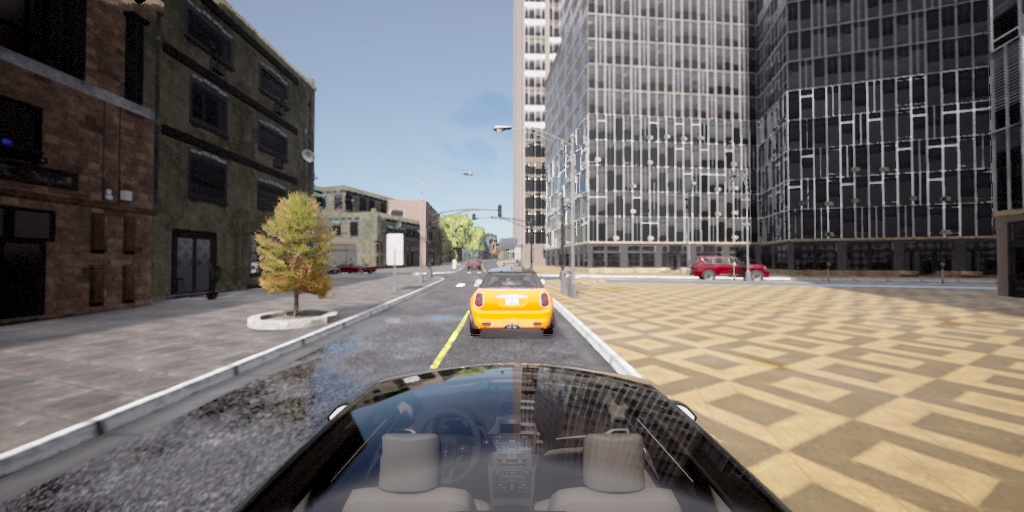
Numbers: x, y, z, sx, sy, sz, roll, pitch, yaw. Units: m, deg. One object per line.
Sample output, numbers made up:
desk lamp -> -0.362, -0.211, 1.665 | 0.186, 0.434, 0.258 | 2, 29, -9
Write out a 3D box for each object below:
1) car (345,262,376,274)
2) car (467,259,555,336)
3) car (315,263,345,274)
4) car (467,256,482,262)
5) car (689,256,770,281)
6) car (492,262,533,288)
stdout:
car -> -17.479, 1.366, 39.805 | 4.718, 1.301, 1.895 | 0, -1, 18
car -> -0.033, 1.100, 10.600 | 2.097, 1.767, 4.553 | 0, 0, -1
car -> -20.553, 1.299, 38.199 | 4.313, 1.339, 1.948 | 0, 0, 18
car -> -5.434, 1.212, 51.402 | 1.882, 1.535, 5.008 | 0, 0, -6
car -> 15.767, 0.922, 26.281 | 5.009, 1.841, 2.192 | 0, 0, 18
car -> 0.167, 1.235, 24.857 | 2.128, 1.511, 4.902 | 0, 0, 9
